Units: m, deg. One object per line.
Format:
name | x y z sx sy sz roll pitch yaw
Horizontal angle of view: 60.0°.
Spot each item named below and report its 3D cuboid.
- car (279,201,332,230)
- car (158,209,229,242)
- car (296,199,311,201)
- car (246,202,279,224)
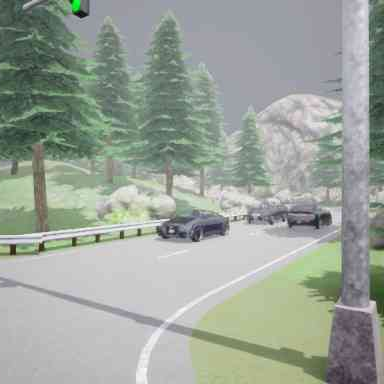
car | 7.536 1.564 21.150 2.128 1.511 4.902 0 -1 34
car | 0.189 1.580 16.688 1.994 1.385 4.181 0 0 34
car | 11.222 1.523 33.563 1.837 1.490 4.892 0 0 27
car | 5.738 1.509 24.941 2.128 1.511 4.902 0 0 34
